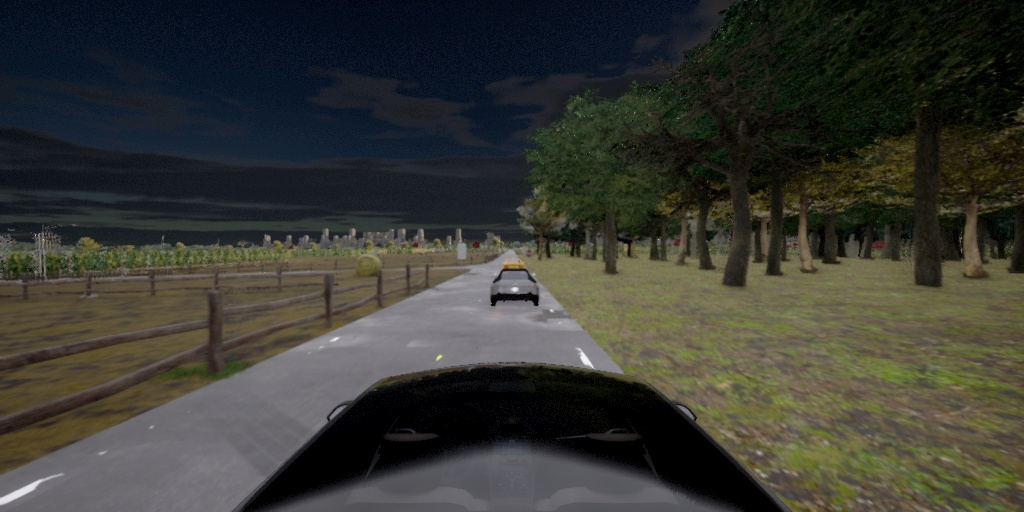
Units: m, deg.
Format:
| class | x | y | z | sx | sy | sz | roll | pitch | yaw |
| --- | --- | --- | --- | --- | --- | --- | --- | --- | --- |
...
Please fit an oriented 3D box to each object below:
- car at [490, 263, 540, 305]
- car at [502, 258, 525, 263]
| class | x | y | z | sx | sy | sz | roll | pitch | yaw |
| --- | --- | --- | --- | --- | --- | --- | --- | --- | --- |
| car | 0.109 | 1.198 | 15.361 | 1.994 | 1.385 | 4.181 | 0 | 1 | 0 |
| car | 0.116 | 0.961 | 31.682 | 1.882 | 1.535 | 5.008 | 0 | 1 | 0 |
